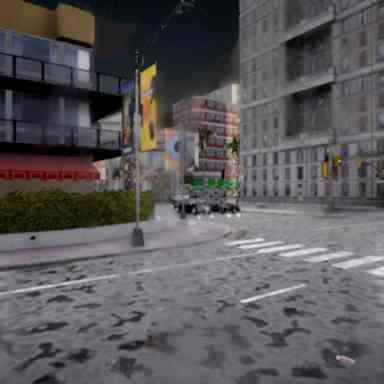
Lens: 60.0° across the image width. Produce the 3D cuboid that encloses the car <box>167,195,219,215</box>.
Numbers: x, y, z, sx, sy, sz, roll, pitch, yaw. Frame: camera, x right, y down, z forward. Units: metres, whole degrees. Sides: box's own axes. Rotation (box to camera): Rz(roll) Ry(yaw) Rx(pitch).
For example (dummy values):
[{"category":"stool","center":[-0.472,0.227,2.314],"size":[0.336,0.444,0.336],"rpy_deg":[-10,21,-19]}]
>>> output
[{"category":"car","center":[0.014,1.389,32.621],"size":[2.128,1.511,4.902],"rpy_deg":[0,0,-35]}]

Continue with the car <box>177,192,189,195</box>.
[{"category":"car","center":[-1.845,1.032,62.714],"size":[2.150,2.045,5.566],"rpy_deg":[0,0,-15]}]

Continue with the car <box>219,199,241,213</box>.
[{"category":"car","center":[2.702,1.426,34.881],"size":[2.033,1.411,5.357],"rpy_deg":[0,0,-35]}]

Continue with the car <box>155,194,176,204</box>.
[{"category":"car","center":[-5.560,1.340,60.037],"size":[1.837,1.490,4.892],"rpy_deg":[0,0,-44]}]
